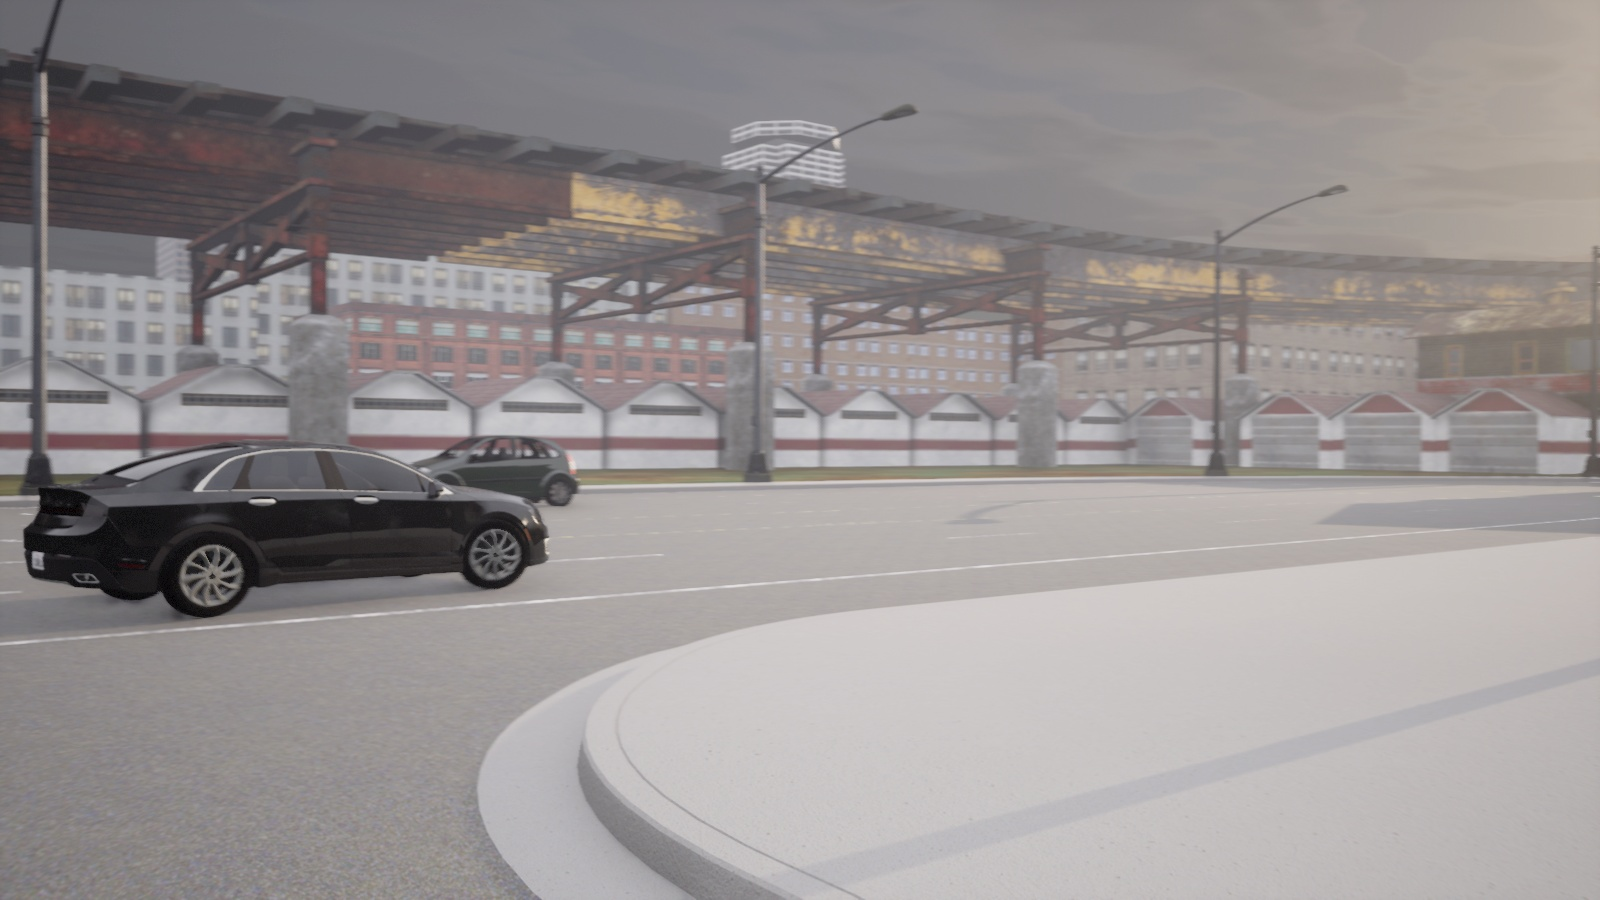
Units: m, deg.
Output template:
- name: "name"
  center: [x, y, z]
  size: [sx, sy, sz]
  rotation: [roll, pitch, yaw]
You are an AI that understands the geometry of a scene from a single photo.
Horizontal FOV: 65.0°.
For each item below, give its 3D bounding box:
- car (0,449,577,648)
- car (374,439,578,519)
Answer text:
- name: "car"
  center: [-4.725, 0.779, 12.265]
  size: [1.837, 1.490, 4.892]
  rotation: [-1, 0, 42]
- name: "car"
  center: [-7.194, 0.587, 28.059]
  size: [3.988, 1.617, 1.851]
  rotation: [-1, 1, -38]
